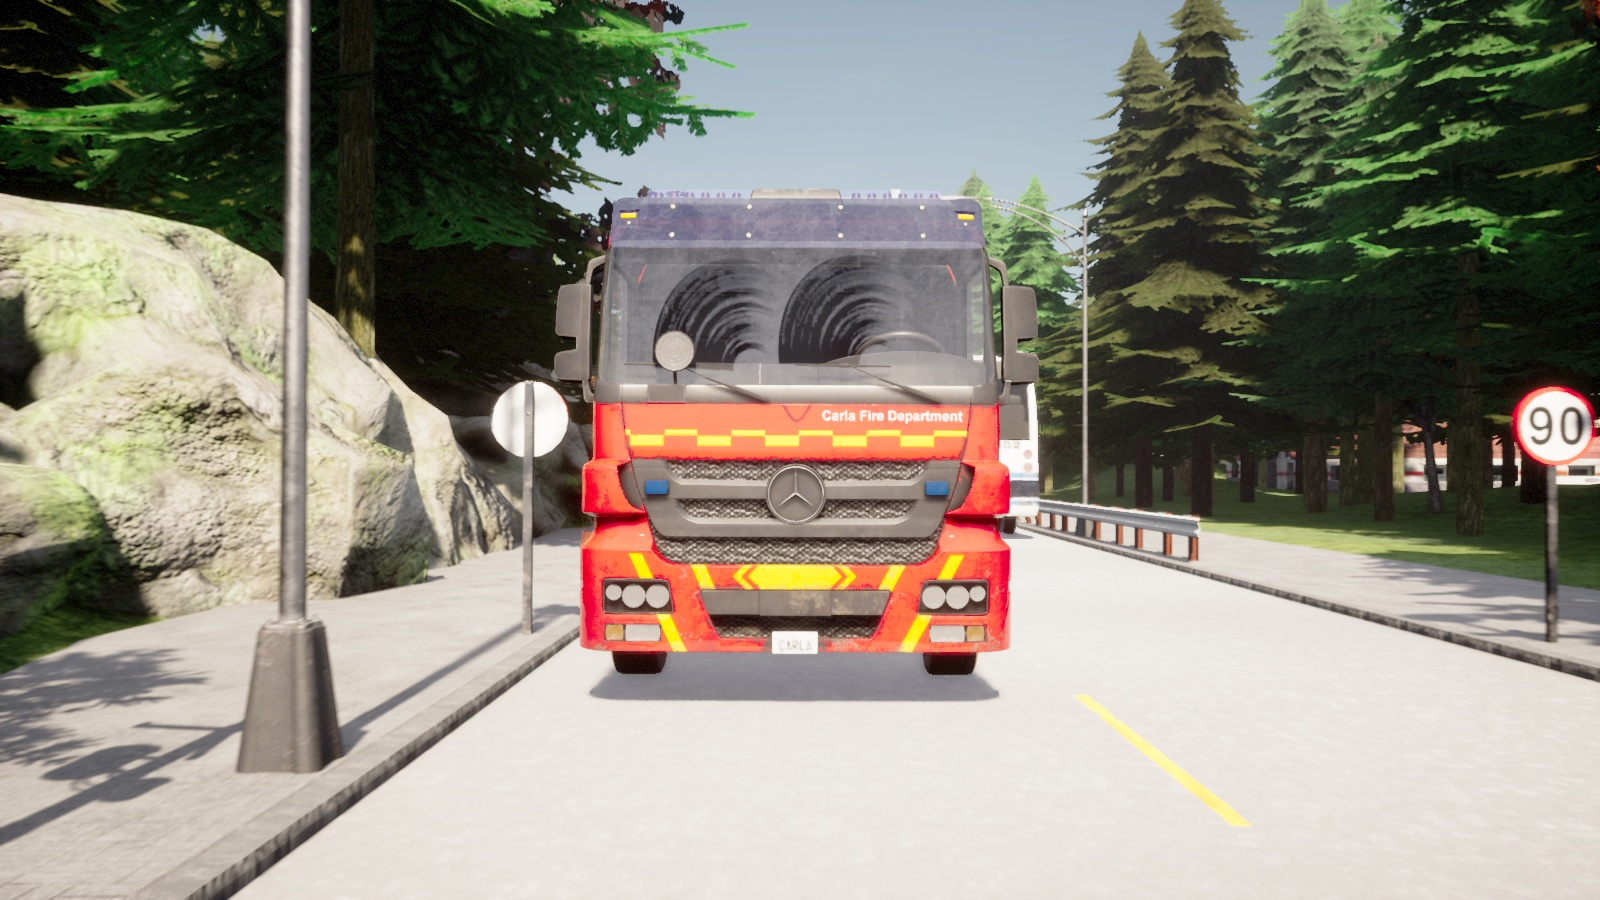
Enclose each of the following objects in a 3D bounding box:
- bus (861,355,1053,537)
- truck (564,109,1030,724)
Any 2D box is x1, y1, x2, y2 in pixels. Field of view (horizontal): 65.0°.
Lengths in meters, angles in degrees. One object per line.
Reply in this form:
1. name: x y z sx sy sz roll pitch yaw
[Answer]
1. bus: 3.911 0.000 34.505 3.944 4.253 10.273 0 -1 0
2. truck: -0.035 -0.148 12.071 2.891 3.827 8.468 0 -1 0
